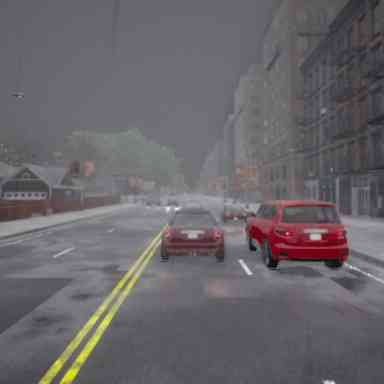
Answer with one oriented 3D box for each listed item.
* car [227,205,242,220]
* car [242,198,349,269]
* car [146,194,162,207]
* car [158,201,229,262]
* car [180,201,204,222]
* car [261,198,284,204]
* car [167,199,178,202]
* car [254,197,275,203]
[{"bbox_3d":[3.280,1.712,26.978,1.895,1.301,4.718,0,0,1],"label":"car"},{"bbox_3d":[3.281,1.273,11.432,2.150,2.045,5.566,0,0,1],"label":"car"},{"bbox_3d":[-6.554,1.442,57.671,2.150,2.045,5.566,0,0,0],"label":"car"},{"bbox_3d":[0.041,1.405,12.528,2.097,1.767,4.553,0,0,1],"label":"car"},{"bbox_3d":[0.043,1.595,28.740,1.882,1.535,5.008,0,0,0],"label":"car"},{"bbox_3d":[16.355,1.807,67.362,4.206,1.307,1.802,0,-1,0],"label":"car"},{"bbox_3d":[-3.309,1.818,57.093,1.895,1.301,4.718,0,0,1],"label":"car"},{"bbox_3d":[16.346,1.868,75.387,4.313,1.339,1.947,0,-1,0],"label":"car"}]
